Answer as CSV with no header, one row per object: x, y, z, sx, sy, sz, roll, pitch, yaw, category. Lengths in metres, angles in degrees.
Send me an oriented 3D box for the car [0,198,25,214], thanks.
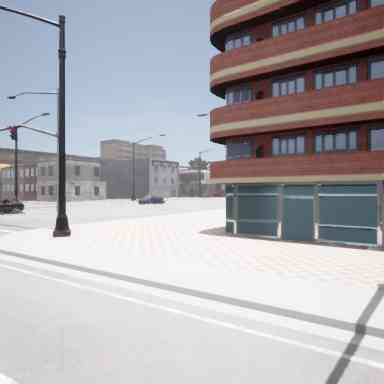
-18.371,1.398,31.210,1.837,1.490,4.892,0,1,37,car

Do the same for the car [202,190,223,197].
3.786,0.417,60.902,1.882,1.535,5.008,0,1,37,car

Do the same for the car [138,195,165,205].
-5.872,1.133,48.039,1.994,1.385,4.181,0,1,37,car
